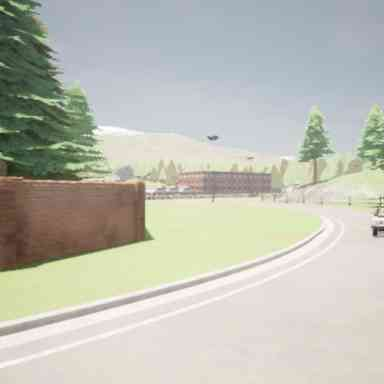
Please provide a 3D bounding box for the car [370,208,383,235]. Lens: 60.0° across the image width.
[{"bbox_3d":[10.364,1.461,17.306,1.895,1.301,4.718,0,0,27],"label":"car"}]
